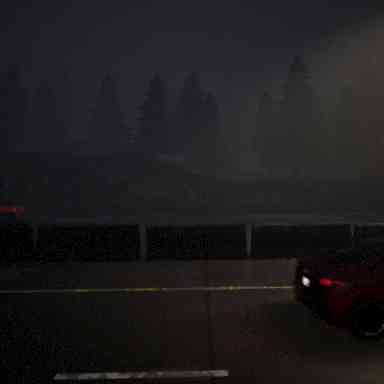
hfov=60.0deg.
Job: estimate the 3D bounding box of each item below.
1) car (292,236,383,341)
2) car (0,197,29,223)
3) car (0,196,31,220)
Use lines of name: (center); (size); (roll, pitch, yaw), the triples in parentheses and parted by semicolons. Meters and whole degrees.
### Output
car: (3.970, 1.498, 5.835); (4.181, 1.385, 1.994); (-1, 0, -2)
car: (-13.902, 1.276, 22.997); (4.553, 1.767, 2.097); (0, 0, -2)
car: (-15.628, 1.259, 26.446); (4.553, 1.767, 2.097); (0, 0, -2)
